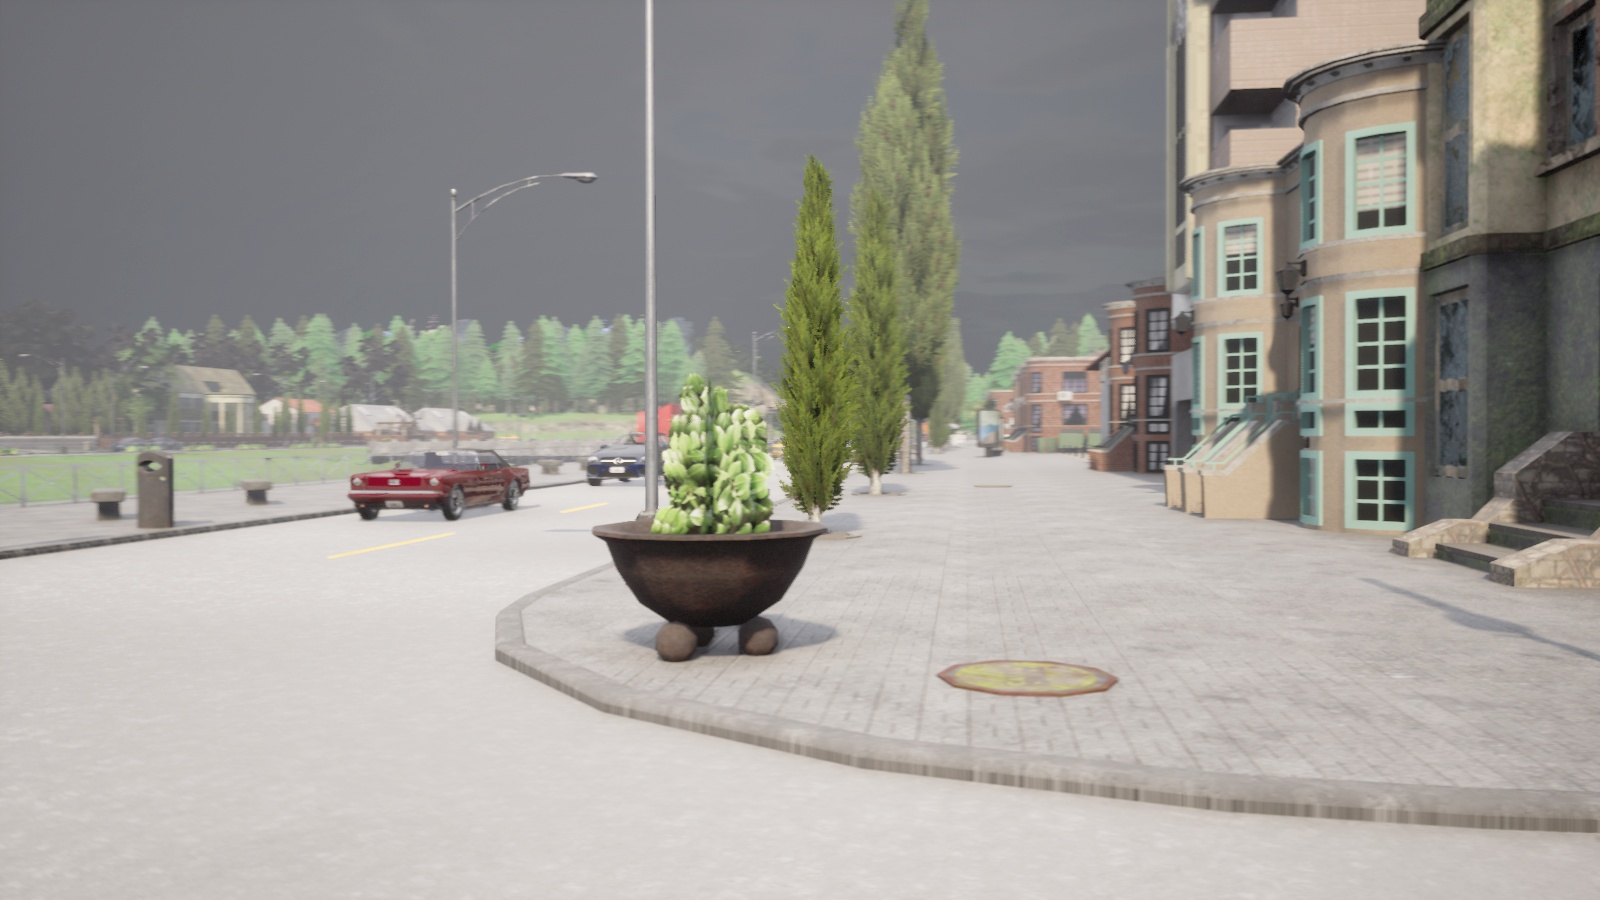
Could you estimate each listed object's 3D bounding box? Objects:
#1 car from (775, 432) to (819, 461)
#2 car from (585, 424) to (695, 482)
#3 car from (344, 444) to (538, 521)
[{"bbox_3d":[-0.119,-0.230,73.161,1.801,1.575,5.366,0,1,8],"label":"car"},{"bbox_3d":[-4.858,0.054,39.006,2.152,1.651,5.027,0,1,8],"label":"car"},{"bbox_3d":[-6.862,0.563,24.584,1.895,1.301,4.718,0,1,8],"label":"car"}]
